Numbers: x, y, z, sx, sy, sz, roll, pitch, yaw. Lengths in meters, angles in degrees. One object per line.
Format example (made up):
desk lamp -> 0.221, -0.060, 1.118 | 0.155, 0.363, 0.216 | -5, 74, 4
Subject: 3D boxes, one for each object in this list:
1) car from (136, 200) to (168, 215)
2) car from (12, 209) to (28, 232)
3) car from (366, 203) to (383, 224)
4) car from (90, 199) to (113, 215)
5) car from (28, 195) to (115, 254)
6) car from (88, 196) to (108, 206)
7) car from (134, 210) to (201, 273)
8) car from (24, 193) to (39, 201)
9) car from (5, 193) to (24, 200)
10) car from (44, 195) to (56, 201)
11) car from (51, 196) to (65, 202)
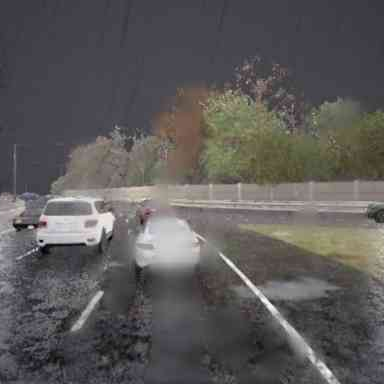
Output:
car -> -3.000, 1.359, 24.796 | 2.097, 1.767, 4.553 | 0, 0, -13
car -> -9.234, 1.629, 20.386 | 1.895, 1.301, 4.718 | 0, 0, -11
car -> 14.992, 1.168, 22.669 | 5.566, 2.045, 2.150 | 0, 0, 22
car -> -9.611, 1.519, 35.058 | 2.128, 1.511, 4.902 | 0, 0, -19
car -> -4.521, 1.235, 13.718 | 2.150, 2.045, 5.566 | 0, 0, -7
car -> -16.245, 1.538, 57.234 | 2.128, 1.511, 4.902 | 0, 0, -31
car -> -0.810, 1.527, 10.615 | 1.812, 1.442, 4.674 | 0, 0, -6
car -> -40.139, 1.163, 81.169 | 5.566, 2.045, 2.150 | 0, 0, 39
car -> -42.465, 1.472, 78.556 | 4.902, 1.511, 2.128 | 0, 0, 39
car -> -35.603, 1.447, 83.324 | 1.812, 1.442, 4.674 | 0, 0, -35
car -> -31.417, 1.619, 77.947 | 1.812, 1.442, 4.674 | 0, 0, -38
